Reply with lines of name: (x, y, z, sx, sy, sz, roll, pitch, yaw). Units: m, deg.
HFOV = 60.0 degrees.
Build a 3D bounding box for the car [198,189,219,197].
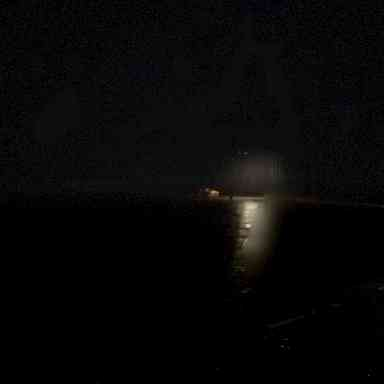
car: (3.196, 0.075, 65.251, 1.882, 1.535, 5.008, -1, 2, -35)
